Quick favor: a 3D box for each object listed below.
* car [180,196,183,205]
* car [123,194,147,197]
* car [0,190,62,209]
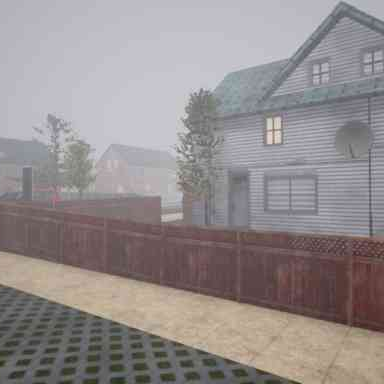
[{"bbox_3d":[0.560,0.569,38.118,2.097,1.767,4.553,-1,1,36],"label":"car"},{"bbox_3d":[-5.331,0.947,29.927,2.128,1.511,4.902,-1,1,36],"label":"car"},{"bbox_3d":[-11.215,0.919,21.762,2.150,2.045,5.566,-1,1,36],"label":"car"}]
